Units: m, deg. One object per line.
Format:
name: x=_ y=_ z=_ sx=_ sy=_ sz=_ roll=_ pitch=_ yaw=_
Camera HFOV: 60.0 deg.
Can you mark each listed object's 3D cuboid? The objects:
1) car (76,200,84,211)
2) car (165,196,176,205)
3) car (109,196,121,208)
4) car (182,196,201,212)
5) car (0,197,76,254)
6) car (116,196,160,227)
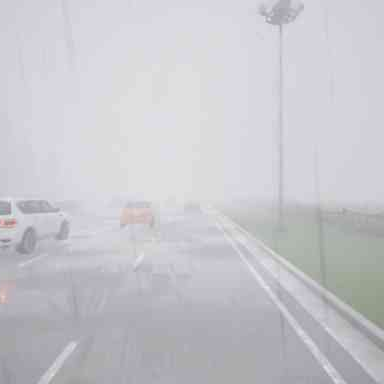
car: x=-13.920 y=1.469 z=37.930 sx=1.882 sy=1.535 sz=5.008 roll=0 pitch=0 yaw=0
car: x=-3.635 y=1.493 z=56.827 sx=1.837 sy=1.490 sz=4.892 roll=1 pitch=0 yaw=-3
car: x=-10.428 y=1.343 z=47.883 sx=2.097 sy=1.767 sz=4.553 roll=0 pitch=0 yaw=0
car: x=0.080 y=1.519 z=37.665 sx=1.812 sy=1.442 sz=4.674 roll=0 pitch=0 yaw=0
car: x=-6.908 y=1.216 z=13.519 sx=2.150 sy=2.045 sz=5.566 roll=0 pitch=0 yaw=0
car: x=-3.412 y=1.348 z=22.587 sx=2.097 sy=1.767 sz=4.553 roll=0 pitch=0 yaw=0
